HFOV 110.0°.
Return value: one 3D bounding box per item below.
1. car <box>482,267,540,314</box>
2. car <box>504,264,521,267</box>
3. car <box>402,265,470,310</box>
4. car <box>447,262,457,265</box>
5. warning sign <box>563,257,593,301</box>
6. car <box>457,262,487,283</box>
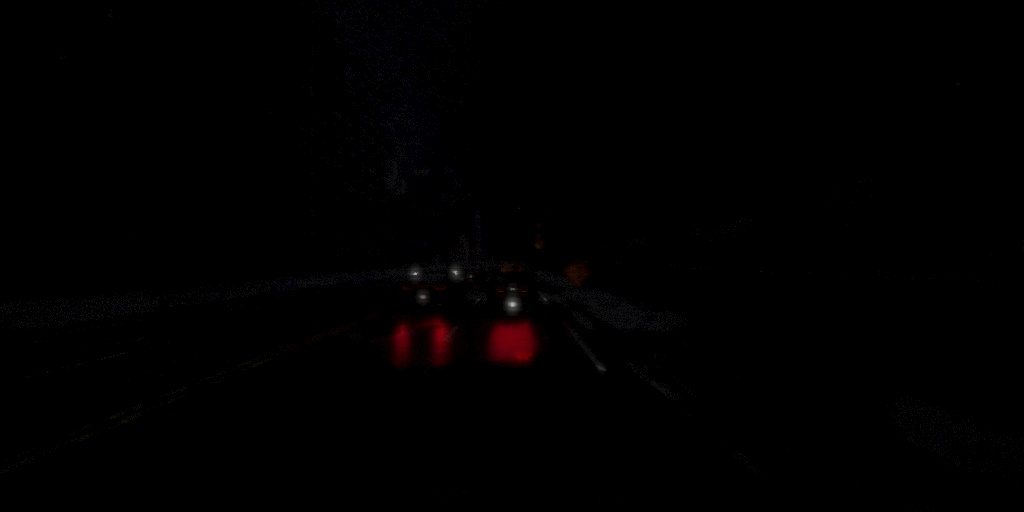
[{"bbox_3d":[0.044,1.354,14.286,1.837,1.490,4.892,0,0,1],"label":"car"},{"bbox_3d":[0.051,1.448,30.493,1.882,1.535,5.008,0,0,0],"label":"car"},{"bbox_3d":[-3.196,1.334,15.413,1.882,1.535,5.008,0,0,0],"label":"car"},{"bbox_3d":[-9.800,1.685,60.565,2.128,1.511,4.902,0,0,1],"label":"car"},{"bbox_3d":[2.848,0.973,15.490,1.300,1.860,1.060,0,0,0],"label":"warning sign"},{"bbox_3d":[-3.199,1.448,30.421,1.882,1.535,5.008,0,0,0],"label":"car"}]
